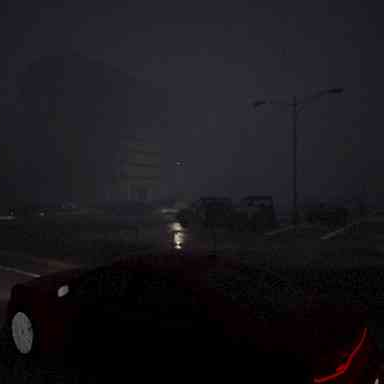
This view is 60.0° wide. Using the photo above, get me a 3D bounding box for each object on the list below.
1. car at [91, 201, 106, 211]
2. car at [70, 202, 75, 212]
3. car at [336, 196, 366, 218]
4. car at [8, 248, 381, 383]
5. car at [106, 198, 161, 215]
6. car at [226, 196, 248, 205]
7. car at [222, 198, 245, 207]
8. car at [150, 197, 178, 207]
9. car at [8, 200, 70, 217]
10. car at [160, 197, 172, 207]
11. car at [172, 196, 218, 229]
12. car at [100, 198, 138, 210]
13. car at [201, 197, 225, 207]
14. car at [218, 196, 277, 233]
[{"bbox_3d":[-10.259,1.713,41.718,1.895,1.301,4.718,0,0,34],"label":"car"},{"bbox_3d":[-16.053,1.650,39.344,1.812,1.442,4.674,0,0,34],"label":"car"},{"bbox_3d":[15.457,1.416,31.931,1.970,1.475,3.806,0,0,34],"label":"car"},{"bbox_3d":[-0.444,1.487,4.306,5.008,1.535,1.882,0,0,35],"label":"car"},{"bbox_3d":[-6.052,1.635,35.063,2.033,1.411,5.357,0,0,34],"label":"car"},{"bbox_3d":[8.657,1.594,63.270,2.128,1.511,4.902,0,0,34],"label":"car"},{"bbox_3d":[6.865,1.654,54.324,1.994,1.385,4.181,0,0,34],"label":"car"},{"bbox_3d":[-4.685,1.618,56.237,2.128,1.511,4.902,0,0,34],"label":"car"},{"bbox_3d":[-15.602,1.659,33.756,2.033,1.411,5.357,0,0,34],"label":"car"},{"bbox_3d":[-4.586,1.605,50.149,2.128,1.511,4.902,0,0,34],"label":"car"},{"bbox_3d":[1.066,1.192,20.642,1.932,1.855,4.605,0,0,34],"label":"car"},{"bbox_3d":[-10.392,1.673,47.800,2.033,1.411,5.357,0,0,33],"label":"car"},{"bbox_3d":[3.584,1.628,55.697,1.812,1.442,4.674,0,0,34],"label":"car"},{"bbox_3d":[3.433,1.184,18.976,1.905,1.878,3.866,0,0,34],"label":"car"}]
